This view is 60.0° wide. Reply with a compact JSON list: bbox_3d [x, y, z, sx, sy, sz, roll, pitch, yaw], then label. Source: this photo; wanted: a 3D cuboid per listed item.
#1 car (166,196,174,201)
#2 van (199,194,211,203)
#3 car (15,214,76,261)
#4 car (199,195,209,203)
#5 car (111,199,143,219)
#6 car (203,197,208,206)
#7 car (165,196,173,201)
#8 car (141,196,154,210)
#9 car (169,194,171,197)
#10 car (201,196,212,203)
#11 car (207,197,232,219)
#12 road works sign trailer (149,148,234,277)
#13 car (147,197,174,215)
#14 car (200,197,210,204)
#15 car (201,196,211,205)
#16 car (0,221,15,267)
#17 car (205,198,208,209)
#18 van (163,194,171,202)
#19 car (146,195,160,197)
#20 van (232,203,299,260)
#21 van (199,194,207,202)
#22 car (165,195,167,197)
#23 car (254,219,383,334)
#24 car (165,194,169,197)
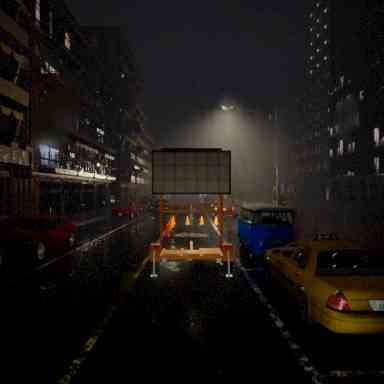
[{"bbox_3d":[-5.843,1.681,89.596,1.802,1.307,4.206,0,0,0],"label":"car"},{"bbox_3d":[2.591,1.381,56.451,1.690,1.788,3.998,0,0,0],"label":"van"},{"bbox_3d":[-5.715,1.546,12.223,1.887,1.381,4.507,0,0,0],"label":"car"},{"bbox_3d":[2.563,1.507,73.030,1.967,1.590,4.097,0,0,0],"label":"car"},{"bbox_3d":[-5.743,1.557,28.804,1.887,1.381,4.507,0,0,0],"label":"car"},{"bbox_3d":[2.619,1.604,39.871,1.802,1.307,4.206,0,0,0],"label":"car"},{"bbox_3d":[-5.834,1.670,84.070,1.802,1.307,4.206,0,0,0],"label":"car"},{"bbox_3d":[-5.761,1.547,39.688,1.752,1.417,4.829,0,0,0],"label":"car"},{"bbox_3d":[-5.807,1.623,67.490,1.947,1.339,4.313,0,0,0],"label":"car"},{"bbox_3d":[2.610,1.609,45.397,1.802,1.307,4.206,0,0,0],"label":"car"},{"bbox_3d":[2.637,1.452,28.817,1.967,1.590,4.097,0,0,0],"label":"car"},{"bbox_3d":[-0.018,0.465,10.231,2.380,3.560,2.880,0,0,0],"label":"road works sign trailer"},{"bbox_3d":[-3.154,1.522,34.526,1.837,1.490,4.892,0,0,0],"label":"car"},{"bbox_3d":[2.574,1.623,67.504,1.947,1.339,4.313,0,0,0],"label":"car"},{"bbox_3d":[2.582,1.574,62.146,1.752,1.417,4.829,0,0,0],"label":"car"},{"bbox_3d":[-5.705,1.526,6.528,1.752,1.417,4.829,0,0,0],"label":"car"},{"bbox_3d":[2.628,1.542,34.514,1.752,1.417,4.829,0,0,0],"label":"car"},{"bbox_3d":[-5.827,1.418,78.544,1.690,1.788,3.998,0,0,0],"label":"van"},{"bbox_3d":[-5.772,1.342,45.384,2.192,1.841,5.009,0,0,0],"label":"car"},{"bbox_3d":[2.664,1.343,12.237,1.690,1.788,3.998,0,0,0],"label":"van"},{"bbox_3d":[2.553,1.418,78.558,1.690,1.788,3.998,0,0,0],"label":"van"},{"bbox_3d":[-5.788,1.591,56.437,2.008,1.369,4.403,0,0,0],"label":"car"},{"bbox_3d":[2.674,1.526,6.881,1.752,1.417,4.829,0,0,0],"label":"car"},{"bbox_3d":[-5.798,1.488,61.963,1.967,1.590,4.097,0,0,0],"label":"car"}]
